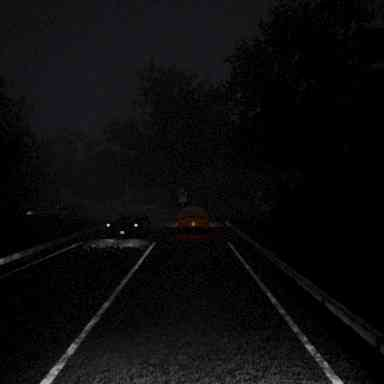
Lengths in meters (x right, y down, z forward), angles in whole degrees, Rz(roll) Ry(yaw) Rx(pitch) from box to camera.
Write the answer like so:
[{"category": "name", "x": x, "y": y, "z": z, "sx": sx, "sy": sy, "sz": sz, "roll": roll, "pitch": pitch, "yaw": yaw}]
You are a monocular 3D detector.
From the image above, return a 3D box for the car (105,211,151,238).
[{"category": "car", "x": -3.566, "y": 1.794, "z": 19.231, "sx": 1.895, "sy": 1.301, "sz": 4.718, "roll": 0, "pitch": -1, "yaw": 0}]

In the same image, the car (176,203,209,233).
[{"category": "car", "x": 0.090, "y": 1.692, "z": 21.469, "sx": 1.882, "sy": 1.535, "sz": 5.008, "roll": 0, "pitch": 0, "yaw": 0}]

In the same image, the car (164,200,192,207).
[{"category": "car", "x": -2.586, "y": 2.177, "z": 63.203, "sx": 5.357, "sy": 1.411, "sz": 2.033, "roll": 0, "pitch": -1, "yaw": -4}]

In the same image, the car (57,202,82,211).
[{"category": "car", "x": -17.584, "y": 2.078, "z": 47.771, "sx": 1.895, "sy": 1.301, "sz": 4.718, "roll": 0, "pitch": -1, "yaw": 4}]
